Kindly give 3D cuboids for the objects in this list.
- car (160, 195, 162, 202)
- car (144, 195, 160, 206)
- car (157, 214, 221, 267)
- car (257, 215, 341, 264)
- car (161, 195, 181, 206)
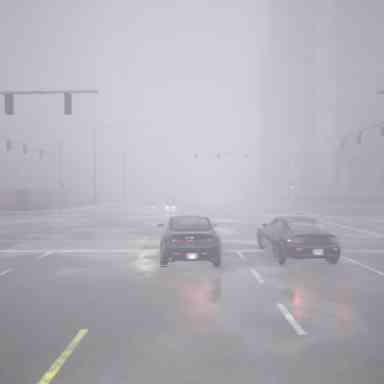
[{"bbox_3d":[-6.744,1.407,72.169,2.097,1.767,4.553,0,0,1],"label":"car"},{"bbox_3d":[-7.039,1.568,56.795,1.812,1.442,4.674,0,0,1],"label":"car"},{"bbox_3d":[-0.138,1.513,11.520,1.837,1.490,4.892,0,0,-3],"label":"car"},{"bbox_3d":[3.564,1.535,11.716,1.812,1.442,4.674,0,0,0],"label":"car"},{"bbox_3d":[-3.539,1.534,56.976,2.128,1.511,4.902,0,0,1],"label":"car"}]
